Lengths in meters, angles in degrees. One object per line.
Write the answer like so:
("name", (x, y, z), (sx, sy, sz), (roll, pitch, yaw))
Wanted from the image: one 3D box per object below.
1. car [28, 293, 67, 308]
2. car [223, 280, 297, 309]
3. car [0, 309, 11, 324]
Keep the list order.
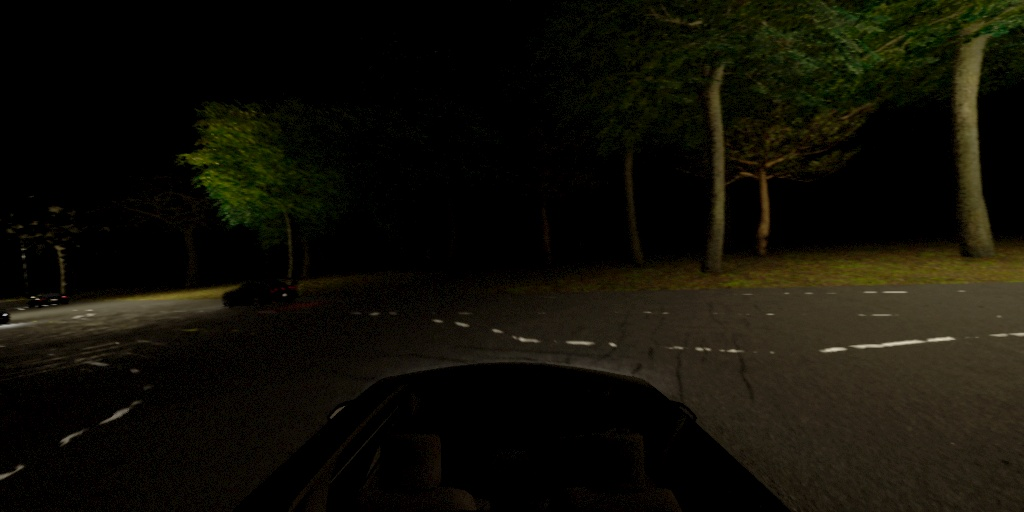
("car", (-49.698, 4.680, 38.362), (4.181, 1.385, 1.994), (-4, 2, 26))
("car", (-15.064, 2.213, 21.349), (5.008, 1.535, 1.882), (-4, 2, 26))
("car", (-34.740, 3.848, 23.212), (5.357, 1.411, 2.033), (-4, 2, 25))
